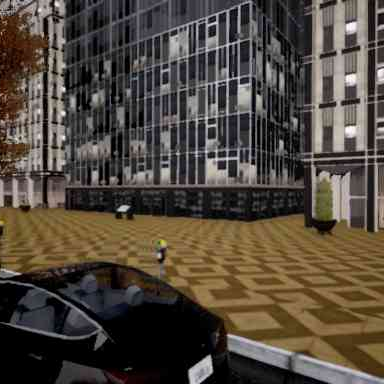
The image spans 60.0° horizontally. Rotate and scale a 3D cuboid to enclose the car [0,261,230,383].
[{"bbox_3d":[-1.616,1.543,4.029,4.313,1.339,1.947,0,0,35],"label":"car"}]
